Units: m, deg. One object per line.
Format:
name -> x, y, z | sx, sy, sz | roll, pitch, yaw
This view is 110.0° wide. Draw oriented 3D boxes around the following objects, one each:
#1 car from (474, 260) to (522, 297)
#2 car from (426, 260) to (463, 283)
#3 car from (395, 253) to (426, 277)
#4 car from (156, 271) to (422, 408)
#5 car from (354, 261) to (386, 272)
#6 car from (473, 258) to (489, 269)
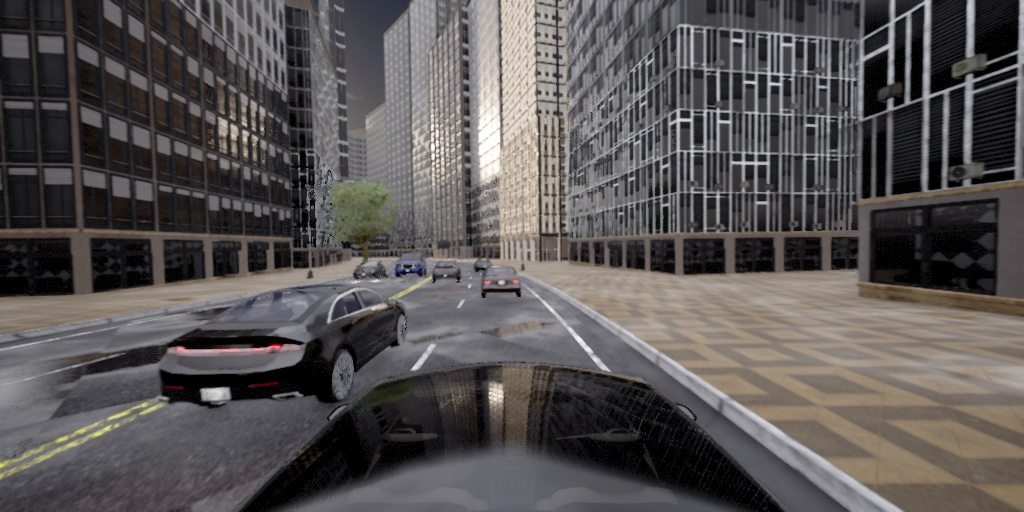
car -> -0.580, 1.115, 17.374 | 2.033, 1.411, 5.357 | -1, 1, -4
car -> -4.536, 1.028, 25.446 | 2.128, 1.511, 4.902 | -1, 1, -6
car -> -8.704, 0.762, 31.327 | 2.150, 2.045, 5.566 | -1, 1, -8
car -> -3.248, 1.238, 6.261 | 2.128, 1.511, 4.902 | -1, 1, -2
car -> -11.827, 1.138, 30.122 | 1.812, 1.442, 4.674 | -1, 1, -7
car -> -3.094, 0.908, 38.799 | 1.994, 1.385, 4.181 | -1, 1, -9
